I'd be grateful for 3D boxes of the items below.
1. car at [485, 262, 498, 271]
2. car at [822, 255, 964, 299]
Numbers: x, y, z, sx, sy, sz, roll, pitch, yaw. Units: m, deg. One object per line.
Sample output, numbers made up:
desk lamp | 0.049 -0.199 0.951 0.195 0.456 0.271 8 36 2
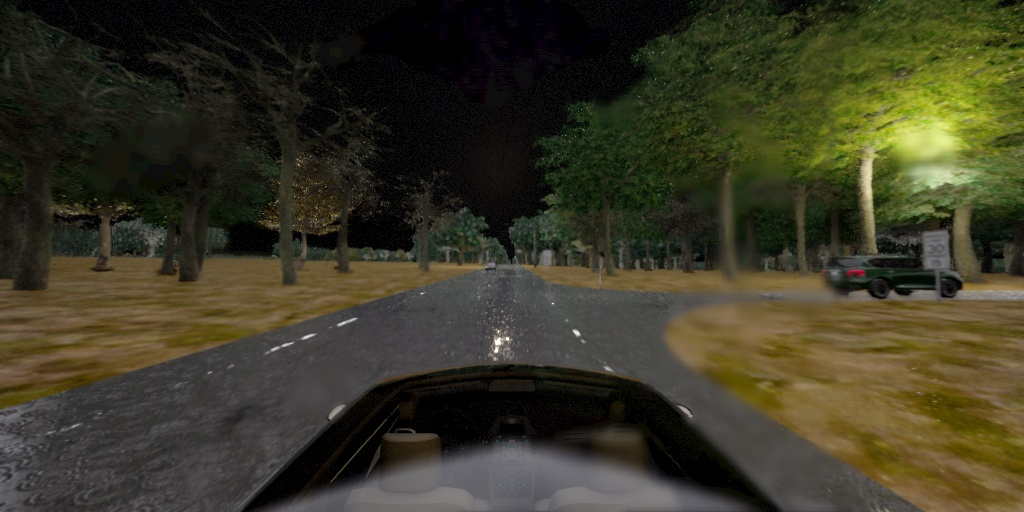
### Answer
car | -3.528 1.858 61.480 1.837 1.490 4.892 0 0 1
car | 18.696 1.008 17.805 5.566 2.045 2.150 0 -3 -2
